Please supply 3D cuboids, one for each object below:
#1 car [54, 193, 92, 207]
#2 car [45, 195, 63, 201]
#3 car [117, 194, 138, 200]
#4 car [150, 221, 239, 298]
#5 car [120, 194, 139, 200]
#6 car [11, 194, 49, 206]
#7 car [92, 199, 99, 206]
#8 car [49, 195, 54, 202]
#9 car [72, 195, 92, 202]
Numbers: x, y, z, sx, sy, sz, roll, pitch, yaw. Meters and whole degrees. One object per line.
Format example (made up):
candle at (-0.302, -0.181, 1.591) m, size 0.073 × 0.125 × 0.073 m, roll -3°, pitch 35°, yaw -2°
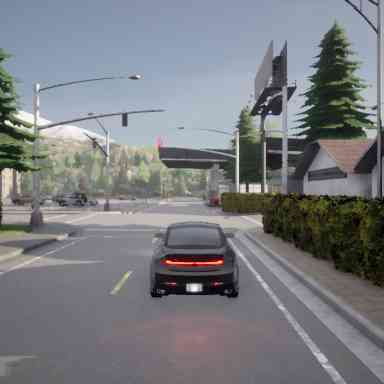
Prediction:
car at (-16.762, 1.088, 46.945) m, size 3.866 × 1.878 × 1.905 m, roll 0°, pitch 0°, yaw 0°
car at (-35.081, 1.404, 84.571) m, size 3.806 × 1.475 × 1.970 m, roll 0°, pitch 0°, yaw 0°
car at (-16.414, 1.351, 84.530) m, size 5.027 × 1.636 × 2.152 m, roll 0°, pitch 0°, yaw 0°
car at (0.061, 1.507, 8.523) m, size 1.837 × 1.490 × 4.892 m, roll 0°, pitch 0°, yaw 0°
car at (-16.485, 1.361, 87.666) m, size 4.514 × 1.523 × 2.007 m, roll 0°, pitch 0°, yaw 0°
car at (-24.648, 1.109, 50.187) m, size 4.605 × 1.855 × 1.932 m, roll 0°, pitch 0°, yaw 0°
car at (-16.169, 1.373, 50.273) m, size 3.806 × 1.475 × 1.970 m, roll 0°, pitch 0°, yaw 0°
car at (-24.007, 1.313, 62.648) m, size 4.514 × 1.523 × 2.007 m, roll 0°, pitch 0°, yaw 0°
car at (-24.021, 1.337, 72.641) m, size 3.633 × 1.501 × 1.845 m, roll 0°, pitch 0°, yaw 0°
